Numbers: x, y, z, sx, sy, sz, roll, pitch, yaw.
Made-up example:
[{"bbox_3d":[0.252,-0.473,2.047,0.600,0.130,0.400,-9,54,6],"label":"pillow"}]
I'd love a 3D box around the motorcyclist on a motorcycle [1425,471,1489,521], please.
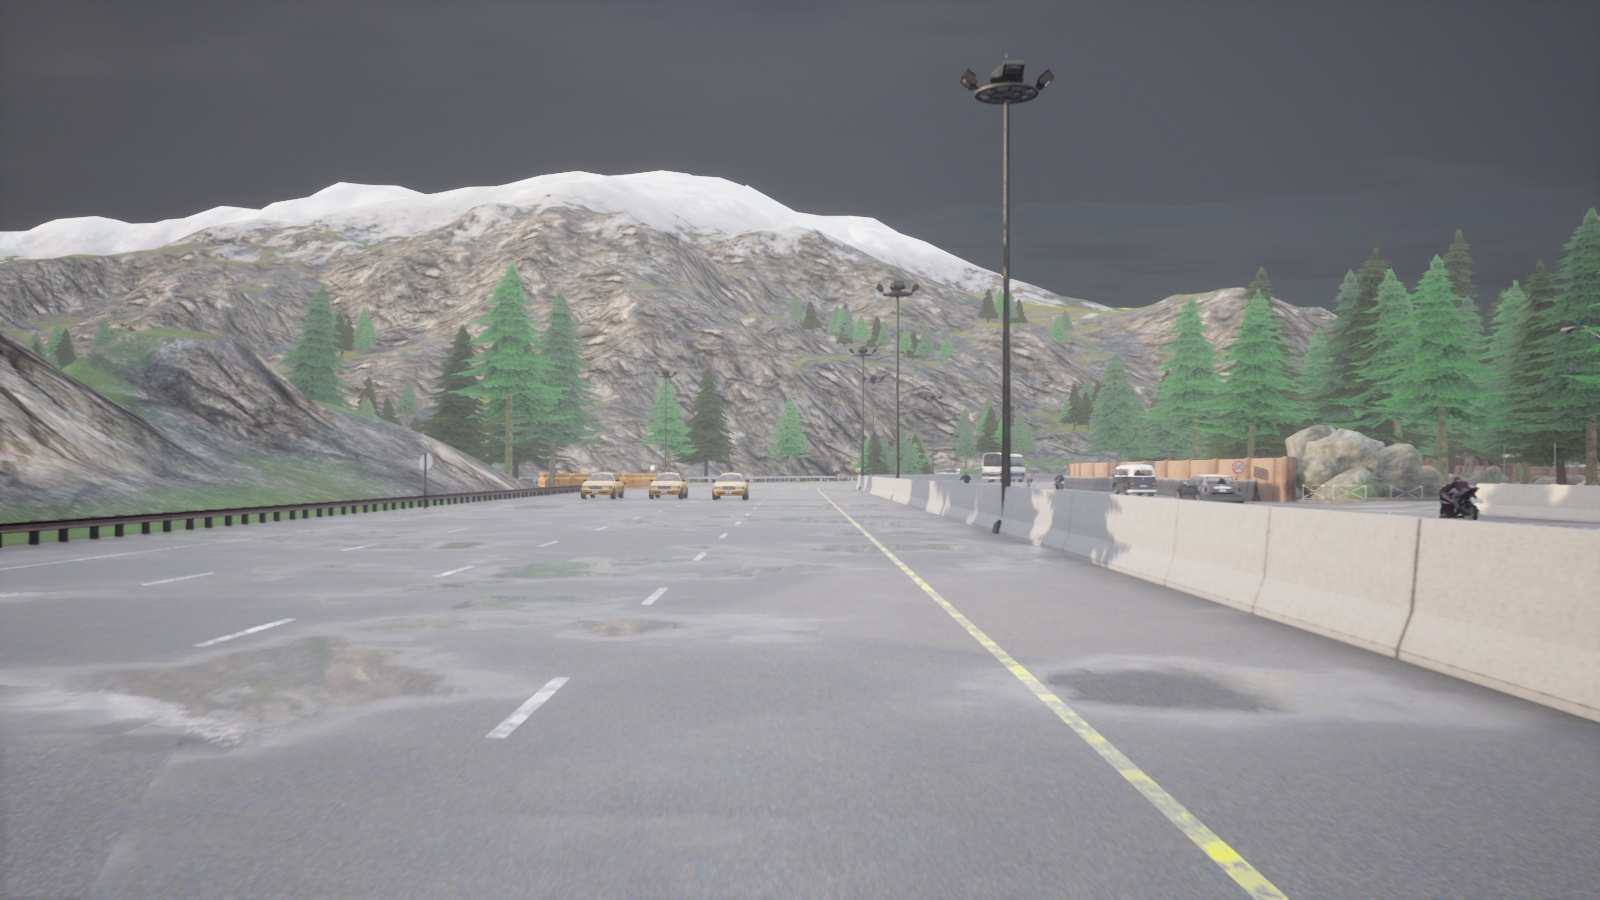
[{"bbox_3d":[20.903,1.436,39.996,0.866,1.530,2.191,0,-1,0],"label":"motorcyclist on a motorcycle"}]

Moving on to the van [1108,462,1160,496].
[{"bbox_3d":[20.808,1.770,78.407,2.069,2.038,4.480,0,-1,0],"label":"van"}]

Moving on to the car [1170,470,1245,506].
[{"bbox_3d":[17.369,1.609,53.695,1.970,1.475,3.806,0,-1,0],"label":"car"}]

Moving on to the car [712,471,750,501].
[{"bbox_3d":[-3.664,1.896,67.396,1.801,1.575,5.366,0,-1,0],"label":"car"}]

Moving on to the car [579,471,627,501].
[{"bbox_3d":[-10.666,1.939,68.286,1.801,1.575,5.366,0,-1,0],"label":"car"}]

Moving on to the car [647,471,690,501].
[{"bbox_3d":[-7.168,1.938,69.052,1.801,1.575,5.366,0,-1,0],"label":"car"}]
